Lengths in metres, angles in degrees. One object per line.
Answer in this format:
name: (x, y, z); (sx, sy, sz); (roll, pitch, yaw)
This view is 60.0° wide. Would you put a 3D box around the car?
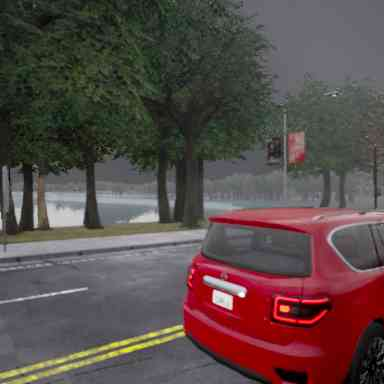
car: (2.462, 1.254, 5.166); (5.566, 2.045, 2.150); (0, 0, -37)
